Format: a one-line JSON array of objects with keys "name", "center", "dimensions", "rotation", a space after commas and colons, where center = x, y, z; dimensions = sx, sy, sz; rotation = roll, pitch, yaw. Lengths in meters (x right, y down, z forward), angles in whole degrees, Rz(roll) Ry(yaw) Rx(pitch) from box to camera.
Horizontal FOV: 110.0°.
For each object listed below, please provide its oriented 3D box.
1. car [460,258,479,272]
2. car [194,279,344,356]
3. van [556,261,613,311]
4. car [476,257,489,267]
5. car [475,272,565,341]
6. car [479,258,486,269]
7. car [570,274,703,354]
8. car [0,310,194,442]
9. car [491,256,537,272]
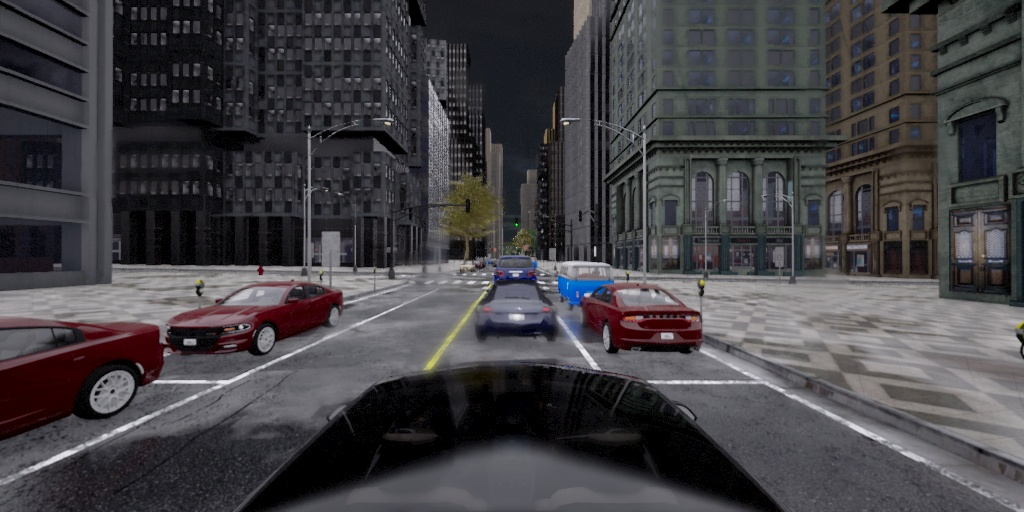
[{"name": "car", "center": [-5.743, 1.341, 46.597], "dimensions": [1.751, 1.417, 4.829], "rotation": [0, 0, 0]}, {"name": "car", "center": [-5.775, 1.303, 8.674], "dimensions": [1.888, 1.381, 4.507], "rotation": [0, 0, 0]}, {"name": "van", "center": [2.784, 1.105, 14.176], "dimensions": [1.690, 1.789, 3.998], "rotation": [0, 0, 0]}, {"name": "car", "center": [-5.728, 1.161, 62.636], "dimensions": [2.192, 1.841, 5.009], "rotation": [0, 0, 0]}, {"name": "car", "center": [0.106, 1.323, 9.932], "dimensions": [1.994, 1.385, 4.181], "rotation": [0, 0, 0]}, {"name": "car", "center": [-5.730, 1.381, 57.347], "dimensions": [1.888, 1.381, 4.507], "rotation": [0, 0, 0]}, {"name": "car", "center": [2.780, 1.303, 8.651], "dimensions": [1.888, 1.381, 4.507], "rotation": [0, 0, 0]}, {"name": "car", "center": [-5.777, 1.296, 3.149], "dimensions": [1.888, 1.381, 4.507], "rotation": [0, 0, 0]}, {"name": "car", "center": [0.125, 0.995, 19.789], "dimensions": [2.150, 2.045, 5.566], "rotation": [0, 0, -1]}]
